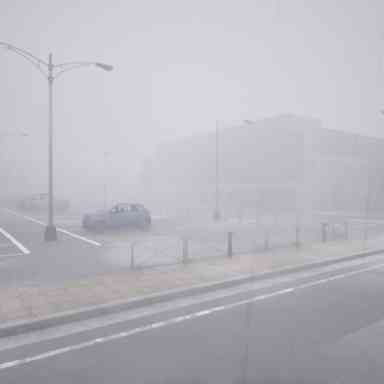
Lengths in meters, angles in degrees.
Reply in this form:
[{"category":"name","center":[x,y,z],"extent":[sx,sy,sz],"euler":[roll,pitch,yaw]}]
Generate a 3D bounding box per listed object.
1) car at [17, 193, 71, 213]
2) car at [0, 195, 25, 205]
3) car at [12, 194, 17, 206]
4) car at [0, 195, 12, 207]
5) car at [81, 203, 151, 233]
[{"category":"car","center":[-14.639,1.092,33.393],"extent":[4.605,1.855,1.932],"euler":[0,0,-35]},{"category":"car","center":[-27.905,1.227,51.106],"extent":[3.806,1.475,1.970],"euler":[0,0,-35]},{"category":"car","center":[-16.641,1.072,35.539],"extent":[3.866,1.878,1.905],"euler":[0,0,-35]},{"category":"car","center":[-23.966,1.149,46.029],"extent":[5.027,1.636,2.152],"euler":[0,0,-35]},{"category":"car","center":[-4.112,1.369,18.078],"extent":[3.633,1.501,1.845],"euler":[0,0,-35]}]
